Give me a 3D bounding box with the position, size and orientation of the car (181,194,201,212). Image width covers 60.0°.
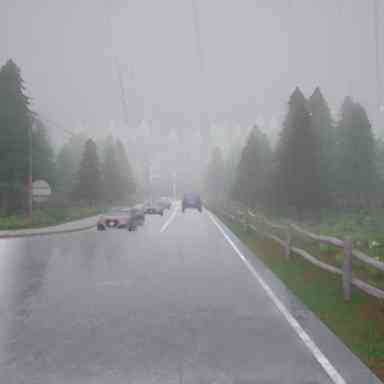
[{"bbox_3d":[-0.094,1.215,38.877,2.150,2.045,5.566,0,0,-2],"label":"car"}]

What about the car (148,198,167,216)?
[{"bbox_3d":[-3.689,1.556,31.550,1.994,1.385,4.181,0,0,-2],"label":"car"}]

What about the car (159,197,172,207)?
[{"bbox_3d":[-4.182,1.521,53.511,1.812,1.442,4.674,0,0,-1],"label":"car"}]

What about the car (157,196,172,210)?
[{"bbox_3d":[-3.880,1.348,42.865,2.097,1.767,4.553,0,0,-2],"label":"car"}]

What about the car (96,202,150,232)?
[{"bbox_3d":[-4.177,1.559,20.200,1.994,1.385,4.181,0,0,6],"label":"car"}]
